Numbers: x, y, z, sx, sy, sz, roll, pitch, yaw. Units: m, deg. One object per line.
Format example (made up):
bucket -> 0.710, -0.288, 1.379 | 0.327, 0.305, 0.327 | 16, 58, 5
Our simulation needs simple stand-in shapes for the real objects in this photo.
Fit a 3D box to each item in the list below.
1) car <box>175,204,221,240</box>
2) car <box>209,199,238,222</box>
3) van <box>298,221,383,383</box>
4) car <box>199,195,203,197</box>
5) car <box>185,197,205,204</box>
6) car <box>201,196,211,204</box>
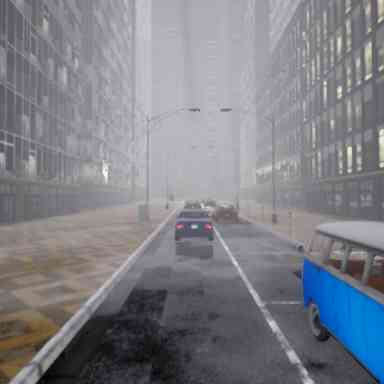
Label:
car -> 0.101, 1.552, 16.921 | 2.033, 1.411, 5.357 | 0, 0, 0
car -> 2.581, 1.555, 26.180 | 1.887, 1.381, 4.507 | 1, 0, 0
van -> 2.583, 1.342, 3.911 | 1.690, 1.788, 3.998 | 1, 0, 0
car -> 2.583, 1.632, 59.583 | 1.802, 1.307, 4.206 | 1, 0, 0
car -> 0.103, 1.585, 37.921 | 1.994, 1.385, 4.181 | 0, 0, 0
car -> 2.582, 1.616, 48.449 | 1.802, 1.307, 4.206 | 1, 0, 0
